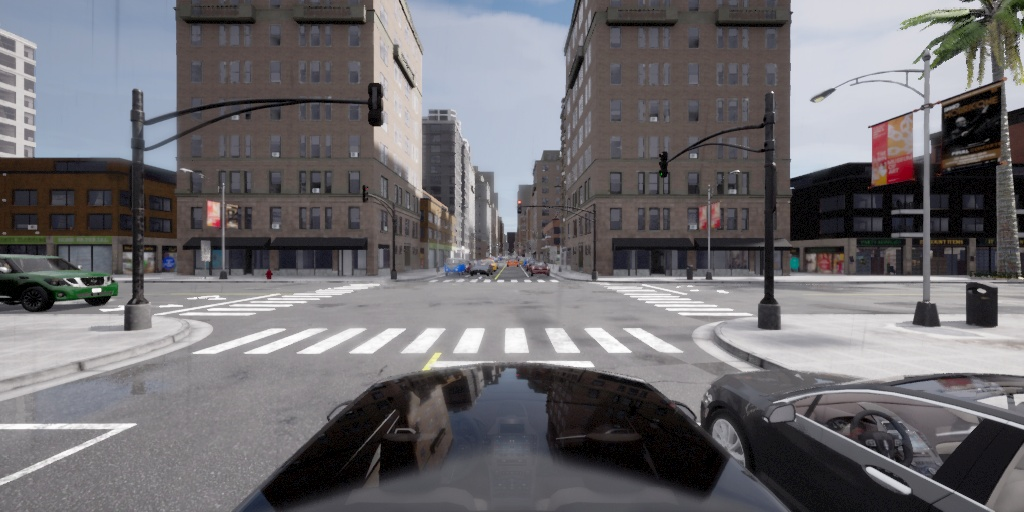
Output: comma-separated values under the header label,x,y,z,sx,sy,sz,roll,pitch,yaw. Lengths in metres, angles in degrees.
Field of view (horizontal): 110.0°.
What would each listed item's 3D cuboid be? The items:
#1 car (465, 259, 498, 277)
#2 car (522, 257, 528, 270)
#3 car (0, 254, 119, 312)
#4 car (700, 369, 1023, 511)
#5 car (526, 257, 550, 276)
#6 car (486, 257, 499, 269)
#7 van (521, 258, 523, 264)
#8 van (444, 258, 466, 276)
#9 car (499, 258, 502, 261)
label,x,y,z,sx,sy,sz,roll,pitch,yaw
car,-2.997,1.299,36.621,2.033,1.411,5.357,0,0,4
car,2.771,1.193,47.751,1.967,1.591,4.097,0,0,0
car,-18.519,0.949,13.579,5.566,2.045,2.150,0,0,0
car,2.668,1.300,1.763,2.007,1.370,4.403,0,0,0
car,2.743,1.192,36.413,1.967,1.591,4.097,0,0,0
car,-3.001,1.231,46.323,1.882,1.535,5.008,0,0,0
van,2.798,1.093,59.090,1.690,1.789,3.998,0,0,0
van,-5.783,1.093,36.431,1.690,1.789,3.998,0,0,0
car,-2.969,1.354,56.241,1.895,1.301,4.718,0,0,0
